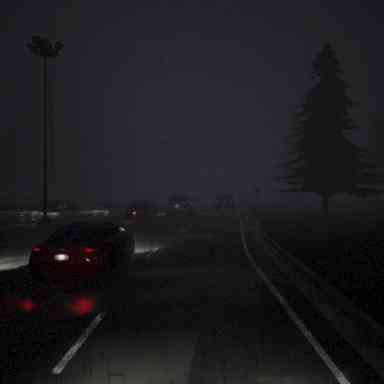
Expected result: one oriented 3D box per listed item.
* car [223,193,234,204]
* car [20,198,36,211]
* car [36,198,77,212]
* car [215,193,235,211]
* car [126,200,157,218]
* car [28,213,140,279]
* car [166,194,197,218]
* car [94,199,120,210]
[{"bbox_3d":[7.343,1.241,66.970,2.150,2.045,5.566,0,0,6],"label":"car"},{"bbox_3d":[-18.444,1.484,39.832,1.812,1.442,4.674,0,0,8],"label":"car"},{"bbox_3d":[-15.131,1.513,38.235,2.033,1.411,5.357,0,0,8],"label":"car"},{"bbox_3d":[4.012,1.234,40.388,2.150,2.045,5.566,0,0,8],"label":"car"},{"bbox_3d":[-4.435,1.495,29.780,1.837,1.490,4.892,0,0,7],"label":"car"},{"bbox_3d":[-3.076,1.557,10.079,1.994,1.385,4.181,0,0,3],"label":"car"},{"bbox_3d":[-0.874,1.220,29.982,2.150,2.045,5.566,0,0,8],"label":"car"},{"bbox_3d":[-10.967,1.577,42.930,1.895,1.301,4.718,0,0,8],"label":"car"}]
